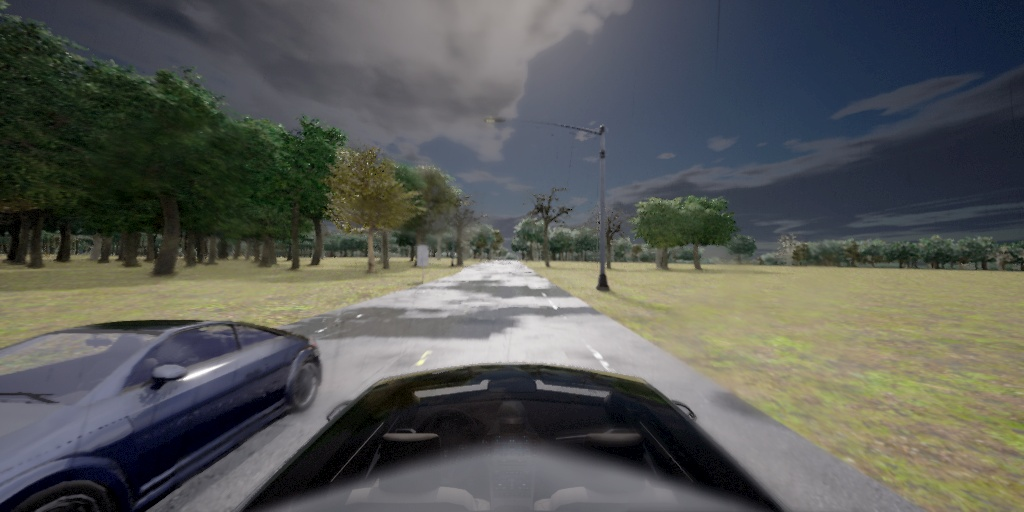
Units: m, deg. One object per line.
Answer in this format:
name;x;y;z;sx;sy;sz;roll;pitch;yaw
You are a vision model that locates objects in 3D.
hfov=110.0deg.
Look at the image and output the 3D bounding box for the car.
car;-3.602;1.321;3.258;1.994;1.385;4.181;0;0;0
